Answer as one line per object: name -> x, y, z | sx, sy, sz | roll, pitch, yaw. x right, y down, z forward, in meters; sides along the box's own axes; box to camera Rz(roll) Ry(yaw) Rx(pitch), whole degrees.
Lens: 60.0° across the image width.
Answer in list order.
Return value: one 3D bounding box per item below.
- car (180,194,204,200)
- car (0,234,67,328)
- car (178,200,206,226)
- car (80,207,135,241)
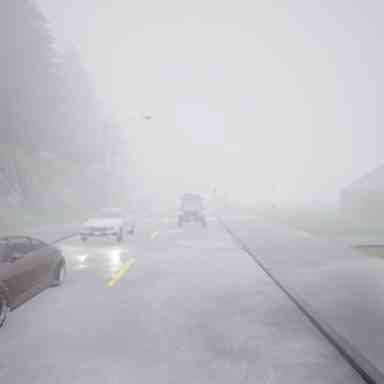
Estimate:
car -> -0.002, 1.210, 33.521 | 2.150, 2.045, 5.566 | 0, 0, 0
car -> -4.088, 1.562, 6.537 | 1.994, 1.385, 4.181 | 0, 0, 0
car -> -0.002, 1.518, 23.288 | 1.812, 1.442, 4.674 | 0, 0, 0
car -> -4.068, 1.520, 16.697 | 1.812, 1.442, 4.674 | 0, 0, 1
